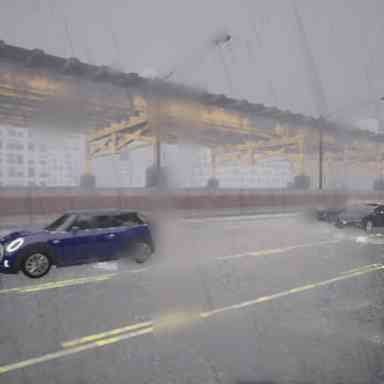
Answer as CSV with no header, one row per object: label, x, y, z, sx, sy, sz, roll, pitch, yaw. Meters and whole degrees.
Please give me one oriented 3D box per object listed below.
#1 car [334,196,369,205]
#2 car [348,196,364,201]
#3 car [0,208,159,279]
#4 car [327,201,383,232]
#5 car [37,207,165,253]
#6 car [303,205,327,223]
car,27.101,1.384,56.567,4.974,1.542,2.038,0,0,-7
car,27.050,1.227,56.560,4.536,1.218,1.853,0,0,-7
car,-3.407,1.334,10.152,4.553,1.767,2.097,0,0,-36
car,10.517,1.483,20.010,4.892,1.490,1.837,1,0,-35
car,-3.759,1.481,14.200,4.892,1.490,1.837,0,0,-35
car,10.214,1.570,24.070,4.718,1.301,1.895,0,0,-35
